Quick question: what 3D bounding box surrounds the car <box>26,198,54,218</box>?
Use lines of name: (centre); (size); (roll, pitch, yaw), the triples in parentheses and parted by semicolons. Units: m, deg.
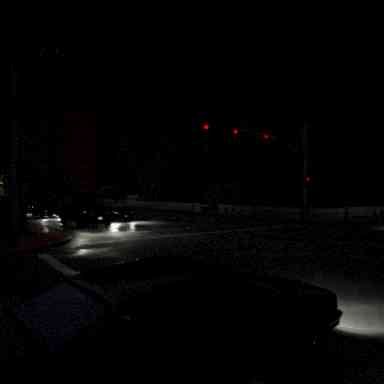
car: (-13.385, 1.572, 30.653); (2.033, 1.411, 5.357); (0, 0, -37)

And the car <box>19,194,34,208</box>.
car: (-19.813, 1.245, 39.216); (2.150, 2.045, 5.566); (0, 0, -37)

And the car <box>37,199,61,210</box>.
car: (-18.876, 1.637, 43.805); (1.895, 1.301, 4.718); (0, 0, -37)

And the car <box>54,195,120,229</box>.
car: (-7.224, 1.247, 22.464); (2.150, 2.045, 5.566); (0, 0, -37)

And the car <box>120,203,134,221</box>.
car: (-6.455, 1.564, 27.297); (1.812, 1.442, 4.674); (0, 0, -37)

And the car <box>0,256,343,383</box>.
car: (-0.204, 1.555, 4.071); (5.357, 1.411, 2.033); (0, 0, -41)

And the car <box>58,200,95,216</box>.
car: (-12.222, 1.585, 34.930); (2.033, 1.411, 5.357); (0, 0, -38)
